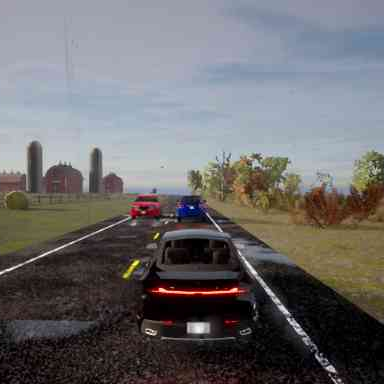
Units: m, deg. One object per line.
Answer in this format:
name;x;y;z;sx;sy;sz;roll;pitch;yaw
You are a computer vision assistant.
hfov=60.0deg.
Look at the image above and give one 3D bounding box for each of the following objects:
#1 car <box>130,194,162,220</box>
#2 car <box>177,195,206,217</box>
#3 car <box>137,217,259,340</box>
car;-3.745;1.221;28.230;2.150;2.045;5.566;0;0;0
car;-0.033;1.220;26.430;2.150;2.045;5.566;0;0;-1
car;0.083;1.504;6.710;1.837;1.490;4.892;0;0;0
